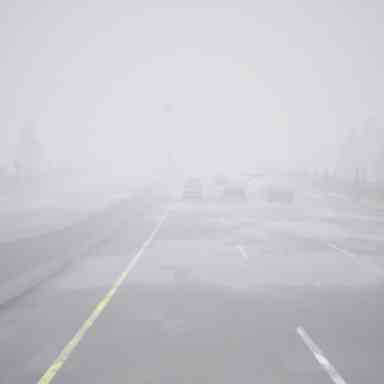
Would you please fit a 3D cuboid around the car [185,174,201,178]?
[{"bbox_3d":[0.153,-1.515,41.486,1.882,1.535,5.008,0,7,1],"label":"car"}]

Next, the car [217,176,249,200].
[{"bbox_3d":[3.664,-0.245,30.372,1.882,1.535,5.008,0,7,0],"label":"car"}]

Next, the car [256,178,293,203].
[{"bbox_3d":[7.152,-0.032,28.445,1.882,1.535,5.008,0,6,0],"label":"car"}]

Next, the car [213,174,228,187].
[{"bbox_3d":[3.700,-1.536,41.635,1.882,1.535,5.008,0,7,0],"label":"car"}]

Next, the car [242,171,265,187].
[{"bbox_3d":[7.103,-1.457,38.680,2.150,2.045,5.566,0,7,1],"label":"car"}]

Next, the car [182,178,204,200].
[{"bbox_3d":[0.104,-0.125,29.972,2.033,1.411,5.357,0,7,1],"label":"car"}]
